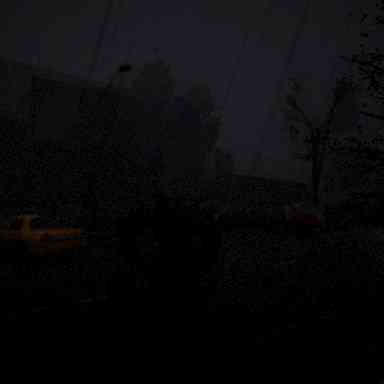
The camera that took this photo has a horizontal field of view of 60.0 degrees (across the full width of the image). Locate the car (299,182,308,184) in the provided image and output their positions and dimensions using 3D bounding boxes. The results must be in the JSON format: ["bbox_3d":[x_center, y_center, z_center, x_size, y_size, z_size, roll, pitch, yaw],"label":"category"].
[{"bbox_3d":[29.447,-1.720,84.761,2.002,1.452,4.674,7,3,35],"label":"car"}]

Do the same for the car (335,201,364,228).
[{"bbox_3d":[8.642,1.556,22.692,4.892,1.521,2.231,-1,-1,35],"label":"car"}]

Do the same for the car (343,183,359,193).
[{"bbox_3d":[36.335,-0.669,74.871,2.231,1.521,4.892,7,3,35],"label":"car"}]

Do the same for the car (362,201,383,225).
[{"bbox_3d":[11.063,1.601,24.437,4.792,1.488,2.163,-1,-1,35],"label":"car"}]

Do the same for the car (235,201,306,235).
[{"bbox_3d":[3.780,1.398,19.184,4.553,1.767,2.185,-1,-1,35],"label":"car"}]

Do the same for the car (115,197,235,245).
[{"bbox_3d":[-1.161,1.252,15.734,5.566,2.045,2.435,-1,-1,35],"label":"car"}]

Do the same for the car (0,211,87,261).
[{"bbox_3d":[-6.175,1.493,12.342,5.366,1.575,1.946,-1,-1,35],"label":"car"}]

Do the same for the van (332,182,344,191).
[{"bbox_3d":[34.578,-1.168,77.235,1.878,1.987,4.442,7,3,35],"label":"van"}]

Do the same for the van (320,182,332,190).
[{"bbox_3d":[32.850,-1.441,79.708,1.878,1.987,4.442,7,3,35],"label":"van"}]

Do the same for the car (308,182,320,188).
[{"bbox_3d":[31.277,-1.488,82.440,1.946,1.575,5.366,7,3,35],"label":"car"}]

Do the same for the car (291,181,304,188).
[{"bbox_3d":[27.707,-1.994,87.225,2.002,1.452,4.674,7,3,35],"label":"car"}]

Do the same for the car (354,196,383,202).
[{"bbox_3d":[13.509,1.340,26.183,5.566,2.045,2.435,-1,-1,35],"label":"car"}]

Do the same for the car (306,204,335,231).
[{"bbox_3d":[6.176,1.413,20.967,4.553,1.767,2.185,-1,-1,35],"label":"car"}]
